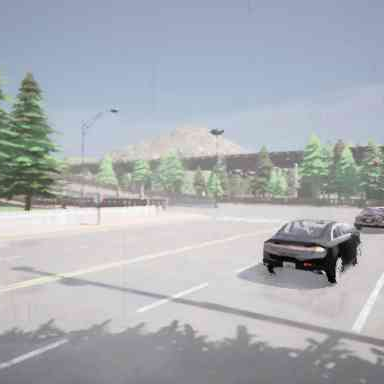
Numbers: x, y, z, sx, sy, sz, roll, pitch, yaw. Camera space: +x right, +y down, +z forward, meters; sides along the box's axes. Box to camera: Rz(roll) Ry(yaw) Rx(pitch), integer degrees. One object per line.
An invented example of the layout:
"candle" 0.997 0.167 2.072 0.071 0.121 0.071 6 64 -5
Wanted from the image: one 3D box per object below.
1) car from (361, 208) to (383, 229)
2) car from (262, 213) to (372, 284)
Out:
"car" 11.926 1.742 21.376 2.033 1.411 5.357 0 0 39
"car" 3.760 1.569 9.999 2.128 1.511 4.902 1 0 36
